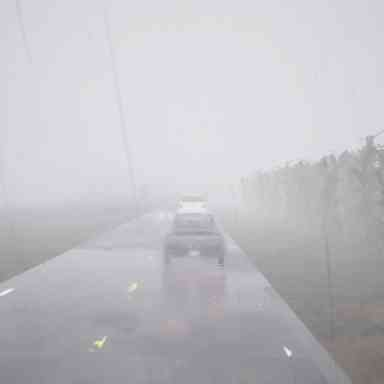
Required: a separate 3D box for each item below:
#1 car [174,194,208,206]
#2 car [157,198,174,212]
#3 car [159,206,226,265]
[{"bbox_3d":[0.065,1.145,25.726,2.150,2.045,5.566,0,0,1],"label":"car"},{"bbox_3d":[-2.815,1.405,37.796,2.128,1.511,4.902,0,0,0],"label":"car"},{"bbox_3d":[0.069,1.454,11.438,2.128,1.511,4.902,0,0,0],"label":"car"}]
